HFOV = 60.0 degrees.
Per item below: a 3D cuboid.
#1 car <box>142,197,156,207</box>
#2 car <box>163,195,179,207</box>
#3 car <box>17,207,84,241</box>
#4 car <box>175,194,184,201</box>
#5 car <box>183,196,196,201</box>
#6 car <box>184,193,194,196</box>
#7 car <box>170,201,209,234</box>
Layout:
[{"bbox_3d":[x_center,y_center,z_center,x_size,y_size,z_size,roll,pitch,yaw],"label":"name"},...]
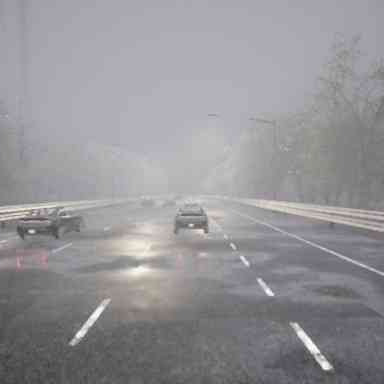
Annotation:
[{"bbox_3d":[-7.115,1.614,54.835,2.128,1.511,4.902,0,0,0],"label":"car"},{"bbox_3d":[-3.615,1.662,54.754,2.033,1.411,5.357,0,0,0],"label":"car"},{"bbox_3d":[-7.041,1.531,17.039,2.128,1.511,4.902,0,0,0],"label":"car"},{"bbox_3d":[-3.687,1.434,92.583,2.150,2.045,5.566,0,0,0],"label":"car"},{"bbox_3d":[-0.112,1.707,54.741,1.895,1.301,4.718,0,0,0],"label":"car"},{"bbox_3d":[-0.151,1.509,74.392,2.097,1.767,4.553,0,0,0],"label":"car"},{"bbox_3d":[-0.044,1.520,19.630,2.128,1.511,4.902,0,0,0],"label":"car"}]
